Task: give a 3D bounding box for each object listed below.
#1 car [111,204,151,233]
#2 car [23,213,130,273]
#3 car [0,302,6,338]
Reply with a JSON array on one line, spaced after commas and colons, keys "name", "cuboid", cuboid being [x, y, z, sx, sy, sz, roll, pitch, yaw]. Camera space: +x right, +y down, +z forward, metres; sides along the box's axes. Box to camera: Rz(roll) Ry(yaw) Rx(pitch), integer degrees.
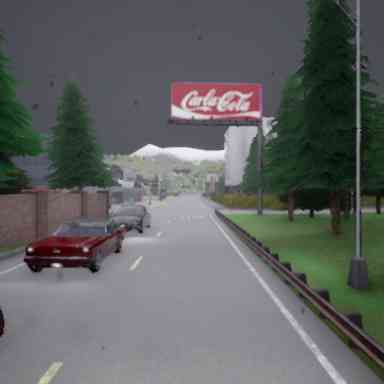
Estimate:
[{"name": "car", "cuboid": [-3.522, 1.494, 19.473, 1.837, 1.490, 4.892, 0, 0, 0]}, {"name": "car", "cuboid": [-3.499, 1.595, 10.830, 1.895, 1.301, 4.718, 0, 0, 0]}, {"name": "car", "cuboid": [-3.594, 1.563, 2.935, 1.994, 1.385, 4.181, 0, 0, 0]}]
